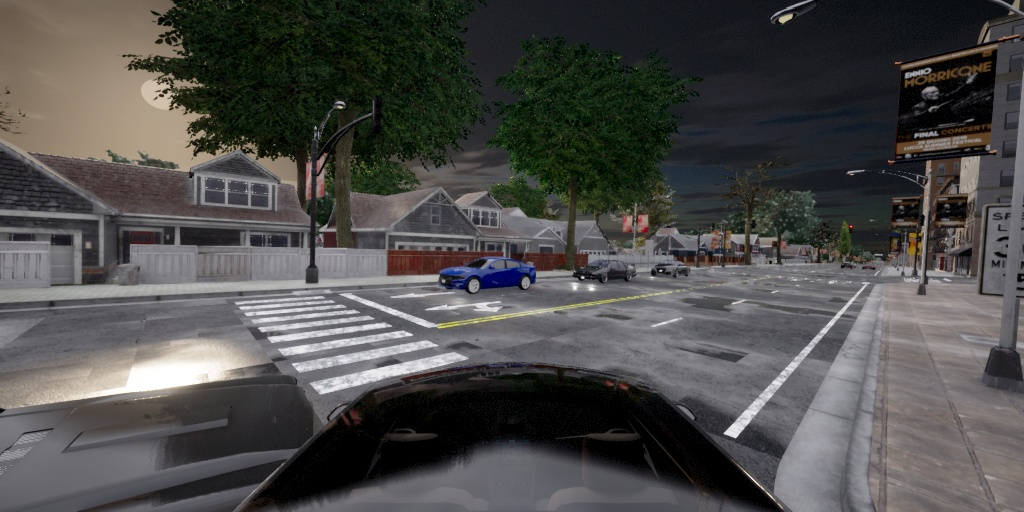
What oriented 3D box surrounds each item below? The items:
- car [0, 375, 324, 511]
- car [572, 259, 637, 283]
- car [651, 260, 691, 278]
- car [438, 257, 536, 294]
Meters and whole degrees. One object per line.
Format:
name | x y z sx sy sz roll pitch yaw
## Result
car | -3.316 1.277 1.382 4.718 1.301 1.895 1 2 -34
car | 6.200 0.929 23.421 5.357 1.411 2.033 1 2 -44
car | 13.446 1.022 30.293 4.181 1.385 1.994 1 2 -44
car | -1.013 0.786 16.551 5.008 1.535 1.882 1 2 -44
